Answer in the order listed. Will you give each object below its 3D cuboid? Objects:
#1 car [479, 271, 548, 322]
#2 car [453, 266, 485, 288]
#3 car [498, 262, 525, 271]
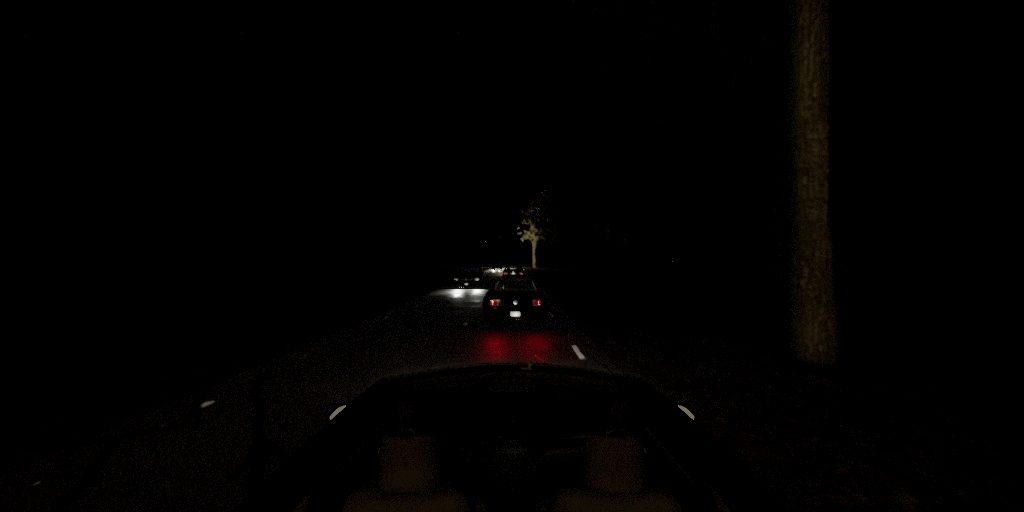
[{"bbox_3d":[0.104,1.373,12.421,1.895,1.301,4.718,0,0,0],"label":"car"},{"bbox_3d":[-2.842,1.390,25.044,2.033,1.411,5.357,0,0,0],"label":"car"},{"bbox_3d":[0.108,1.435,30.441,2.033,1.411,5.357,0,0,0],"label":"car"}]
